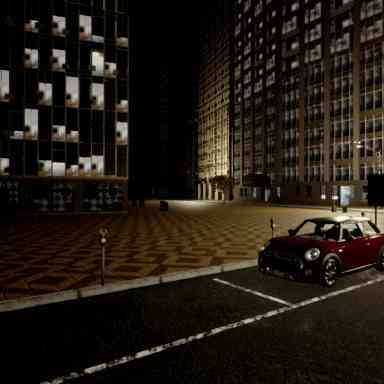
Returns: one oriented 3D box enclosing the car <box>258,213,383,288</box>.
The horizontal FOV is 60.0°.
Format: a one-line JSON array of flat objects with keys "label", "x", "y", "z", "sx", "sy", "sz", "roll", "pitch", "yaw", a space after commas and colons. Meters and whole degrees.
[{"label": "car", "x": 3.710, "y": 1.439, "z": 9.208, "sx": 4.097, "sy": 1.590, "sz": 1.967, "roll": 0, "pitch": 0, "yaw": -36}]
